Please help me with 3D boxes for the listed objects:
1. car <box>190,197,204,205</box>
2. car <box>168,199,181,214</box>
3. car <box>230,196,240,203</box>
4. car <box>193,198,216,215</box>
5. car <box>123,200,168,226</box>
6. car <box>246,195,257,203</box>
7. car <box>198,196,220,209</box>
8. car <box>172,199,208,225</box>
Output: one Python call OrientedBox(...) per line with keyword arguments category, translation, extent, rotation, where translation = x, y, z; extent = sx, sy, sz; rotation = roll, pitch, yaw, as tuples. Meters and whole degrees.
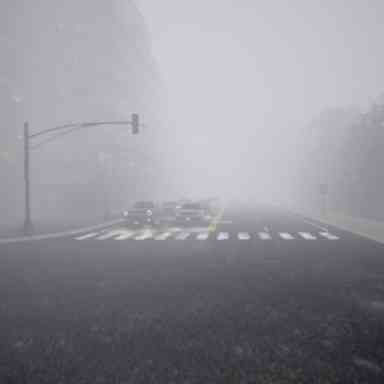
OrientedBox(category="car", translation=(0.971, 1.611, 58.571), extent=(1.895, 1.301, 4.718), rotation=(-1, 0, 8))
OrientedBox(category="car", translation=(-2.229, 1.592, 33.420), extent=(2.033, 1.411, 5.357), rotation=(-1, 0, 7))
OrientedBox(category="car", translation=(8.248, 1.499, 64.359), extent=(1.895, 1.301, 4.718), rotation=(-1, 0, 7))
OrientedBox(category="car", translation=(1.020, 1.556, 33.145), extent=(1.994, 1.385, 4.181), rotation=(-1, 0, 8))
OrientedBox(category="car", translation=(-3.391, 1.411, 24.062), extent=(2.097, 1.767, 4.553), rotation=(-1, 0, 7))
OrientedBox(category="car", translation=(11.479, 1.323, 64.030), extent=(1.882, 1.535, 5.008), rotation=(-1, 0, 7))
OrientedBox(category="car", translation=(2.245, 1.456, 43.025), extent=(1.882, 1.535, 5.008), rotation=(-1, 0, 8))
OrientedBox(category="car", translation=(-0.051, 1.531, 24.459), extent=(1.812, 1.442, 4.674), rotation=(-1, 0, 6))
